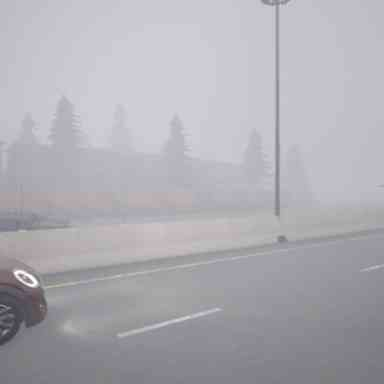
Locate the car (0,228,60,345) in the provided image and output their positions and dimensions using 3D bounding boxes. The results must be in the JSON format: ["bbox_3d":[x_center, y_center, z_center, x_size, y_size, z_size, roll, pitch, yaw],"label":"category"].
[{"bbox_3d":[-4.578,1.360,4.776,4.553,1.767,2.097,0,0,-36],"label":"car"}]

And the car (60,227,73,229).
[{"bbox_3d":[-7.255,1.564,11.712,5.357,1.411,2.033,0,0,-36],"label":"car"}]

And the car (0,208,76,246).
[{"bbox_3d":[-8.333,1.569,15.245,5.357,1.411,2.033,0,0,-36],"label":"car"}]
